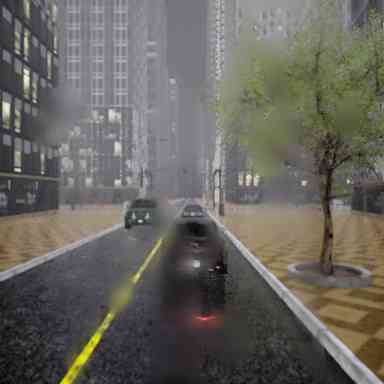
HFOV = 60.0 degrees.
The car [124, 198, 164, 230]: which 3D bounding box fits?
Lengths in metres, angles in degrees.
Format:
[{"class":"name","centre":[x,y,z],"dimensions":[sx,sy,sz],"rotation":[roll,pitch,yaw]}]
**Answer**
[{"class":"car","centre":[-3.121,1.430,22.855],"dimensions":[2.150,2.045,5.566],"rotation":[0,-1,0]}]

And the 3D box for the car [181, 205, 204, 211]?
[{"class":"car","centre":[0.063,1.807,28.328],"dimensions":[2.033,1.411,5.357],"rotation":[0,-1,0]}]

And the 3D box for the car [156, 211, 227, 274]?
[{"class":"car","centre":[0.071,1.605,10.922],"dimensions":[1.837,1.490,4.892],"rotation":[0,0,0]}]
